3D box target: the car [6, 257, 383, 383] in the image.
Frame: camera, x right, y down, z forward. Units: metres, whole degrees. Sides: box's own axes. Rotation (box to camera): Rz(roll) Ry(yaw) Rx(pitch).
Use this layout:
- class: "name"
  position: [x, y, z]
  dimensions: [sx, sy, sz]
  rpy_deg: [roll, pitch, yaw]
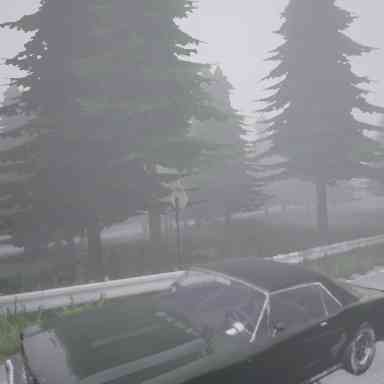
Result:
- class: "car"
  position: [0.482, 1.598, 4.010]
  dimensions: [4.718, 1.301, 1.895]
  rpy_deg: [0, 0, -36]
